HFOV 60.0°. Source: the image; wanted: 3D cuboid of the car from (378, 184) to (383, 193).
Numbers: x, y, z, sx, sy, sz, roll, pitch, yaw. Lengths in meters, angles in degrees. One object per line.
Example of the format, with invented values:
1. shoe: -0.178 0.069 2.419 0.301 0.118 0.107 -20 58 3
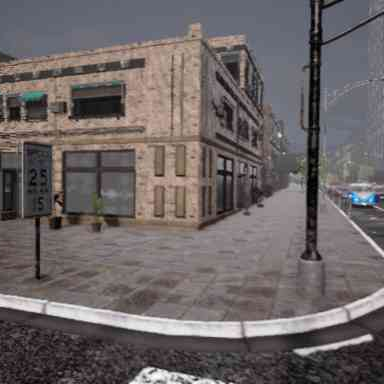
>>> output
1. car: 31.958 -0.628 54.528 1.887 1.381 4.507 2 3 19

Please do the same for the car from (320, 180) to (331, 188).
1. car: 31.355 -1.870 78.169 2.192 1.841 5.009 2 3 19

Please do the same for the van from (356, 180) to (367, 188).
1. van: 41.087 -1.881 80.624 1.690 1.788 3.998 2 3 19

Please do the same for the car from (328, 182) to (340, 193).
1. car: 18.576 -0.151 41.636 1.947 1.339 4.313 2 3 19

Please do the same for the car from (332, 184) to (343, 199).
1. car: 16.751 0.075 36.416 1.802 1.307 4.206 2 3 19

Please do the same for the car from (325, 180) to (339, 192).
1. car: 22.231 -0.821 52.065 2.192 1.841 5.009 2 3 19

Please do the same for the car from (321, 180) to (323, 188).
1. car: 29.469 -1.444 72.798 1.752 1.417 4.829 2 3 19

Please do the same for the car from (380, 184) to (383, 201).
1. car: 18.089 0.238 32.376 1.994 1.385 4.181 1 3 20

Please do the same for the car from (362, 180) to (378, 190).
1. car: 37.438 -1.487 70.181 2.192 1.841 5.009 2 3 19

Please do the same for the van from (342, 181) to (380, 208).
1. van: 13.106 0.254 25.963 1.690 1.788 3.998 2 3 19
